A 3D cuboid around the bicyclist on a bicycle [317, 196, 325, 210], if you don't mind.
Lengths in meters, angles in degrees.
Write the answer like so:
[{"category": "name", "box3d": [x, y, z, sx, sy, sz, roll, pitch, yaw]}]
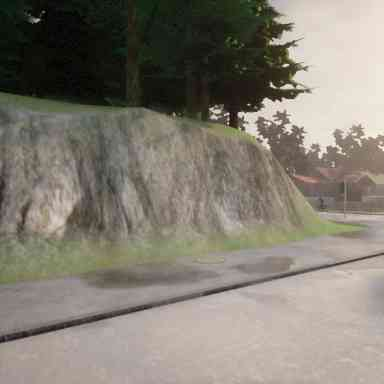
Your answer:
[{"category": "bicyclist on a bicycle", "box3d": [15.462, 1.349, 39.963, 1.656, 1.620, 0.582, 0, 0, -36]}]
